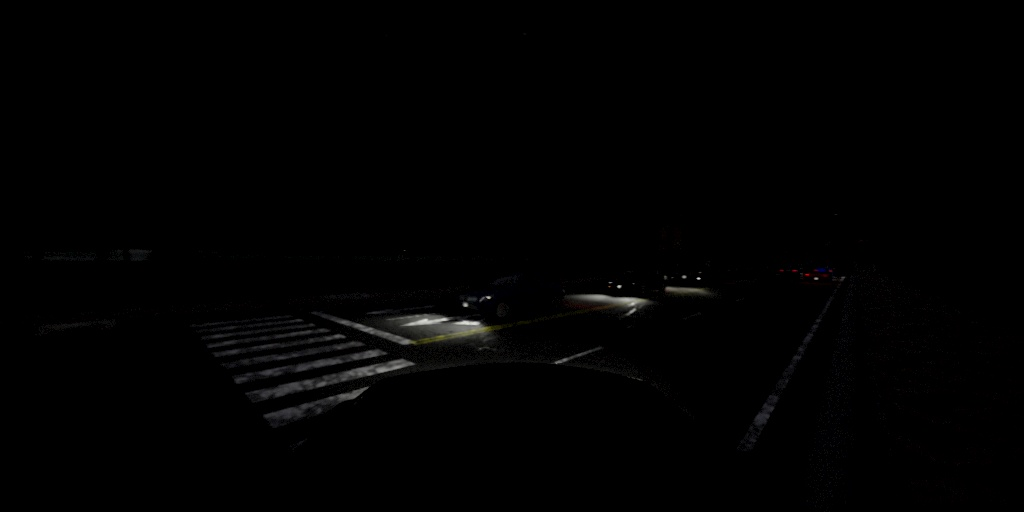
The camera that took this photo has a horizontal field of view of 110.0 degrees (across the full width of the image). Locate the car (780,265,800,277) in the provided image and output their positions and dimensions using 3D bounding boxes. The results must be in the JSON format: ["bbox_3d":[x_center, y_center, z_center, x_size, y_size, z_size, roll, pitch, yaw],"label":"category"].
[{"bbox_3d":[34.795,1.834,44.736,2.033,1.411,5.357,0,0,44],"label":"car"}]

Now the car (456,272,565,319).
[{"bbox_3d":[0.124,1.329,13.262,1.812,1.442,4.674,0,0,44],"label":"car"}]

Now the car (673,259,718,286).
[{"bbox_3d":[14.650,1.236,28.537,2.150,2.045,5.566,0,0,43],"label":"car"}]

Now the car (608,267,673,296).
[{"bbox_3d":[7.399,1.414,20.922,1.837,1.490,4.892,0,0,44],"label":"car"}]

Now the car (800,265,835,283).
[{"bbox_3d":[28.966,1.781,33.919,1.895,1.301,4.718,0,0,44],"label":"car"}]
